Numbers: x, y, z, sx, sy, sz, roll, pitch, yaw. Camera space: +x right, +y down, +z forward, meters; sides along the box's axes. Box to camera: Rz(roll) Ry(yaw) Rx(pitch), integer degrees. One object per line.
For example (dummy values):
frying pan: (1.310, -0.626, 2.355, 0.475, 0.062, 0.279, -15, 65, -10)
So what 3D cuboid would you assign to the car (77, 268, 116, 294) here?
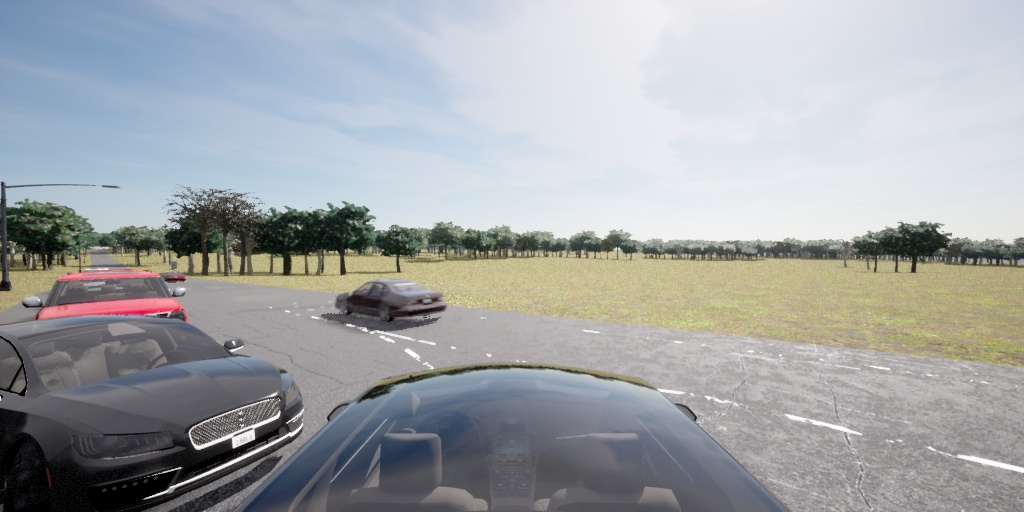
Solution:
car: (-37.410, 2.138, 32.356, 5.566, 2.045, 2.150, -1, 0, 41)

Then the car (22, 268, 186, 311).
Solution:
car: (-9.544, 1.385, 8.565, 5.566, 2.045, 2.150, -2, 0, 40)

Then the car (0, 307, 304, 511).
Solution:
car: (-4.593, 1.445, 3.962, 4.892, 1.490, 1.837, -3, -3, 21)

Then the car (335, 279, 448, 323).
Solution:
car: (-4.761, 1.609, 13.689, 5.357, 1.411, 2.033, -1, 0, 40)
